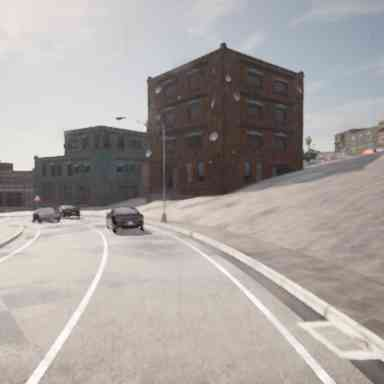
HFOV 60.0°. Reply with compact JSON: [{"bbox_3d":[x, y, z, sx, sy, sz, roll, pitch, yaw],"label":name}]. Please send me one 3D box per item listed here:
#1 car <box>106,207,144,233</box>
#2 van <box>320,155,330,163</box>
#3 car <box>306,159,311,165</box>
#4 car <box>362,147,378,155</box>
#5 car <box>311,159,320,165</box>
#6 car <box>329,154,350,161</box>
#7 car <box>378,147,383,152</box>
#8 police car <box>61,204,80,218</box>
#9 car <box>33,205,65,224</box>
[{"bbox_3d":[-4.443,1.691,21.607,1.882,1.535,5.008,-1,-1,-20],"label":"car"},{"bbox_3d":[25.889,-5.877,61.475,1.878,1.987,4.442,0,1,3],"label":"van"},{"bbox_3d":[26.507,-6.143,72.585,2.435,2.045,5.566,0,1,3],"label":"car"},{"bbox_3d":[24.979,-5.383,45.092,2.185,1.767,4.553,0,1,3],"label":"car"},{"bbox_3d":[26.205,-5.736,67.113,2.002,1.452,4.674,0,1,3],"label":"car"},{"bbox_3d":[25.590,-5.526,56.092,2.231,1.521,4.892,0,1,3],"label":"car"},{"bbox_3d":[24.673,-5.243,39.582,2.185,1.767,4.553,0,1,3],"label":"car"},{"bbox_3d":[-14.748,2.246,38.793,1.930,1.638,5.238,-2,-1,-39],"label":"police car"},{"bbox_3d":[-13.844,2.192,31.591,1.812,1.442,4.674,-1,-1,-35],"label":"car"}]
